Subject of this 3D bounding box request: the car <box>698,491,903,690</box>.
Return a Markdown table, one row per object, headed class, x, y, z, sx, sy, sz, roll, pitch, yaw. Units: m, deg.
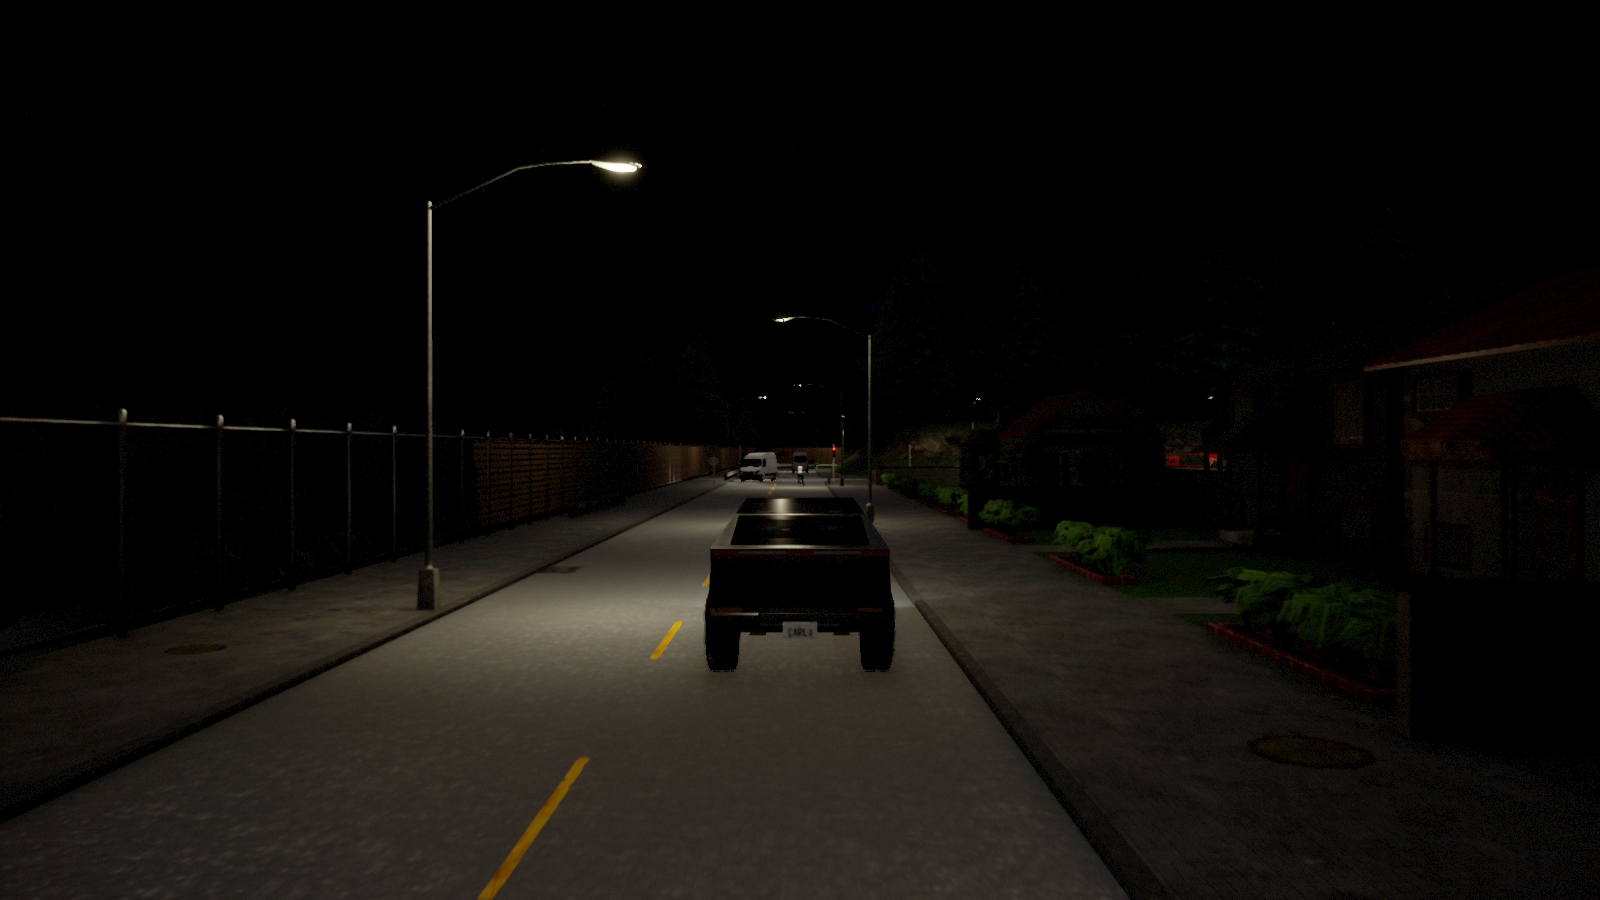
| class | x | y | z | sx | sy | sz | roll | pitch | yaw |
| --- | --- | --- | --- | --- | --- | --- | --- | --- | --- |
| car | 0.000 | 1.751 | 16.454 | 2.390 | 2.098 | 6.274 | 0 | 0 | 0 |
